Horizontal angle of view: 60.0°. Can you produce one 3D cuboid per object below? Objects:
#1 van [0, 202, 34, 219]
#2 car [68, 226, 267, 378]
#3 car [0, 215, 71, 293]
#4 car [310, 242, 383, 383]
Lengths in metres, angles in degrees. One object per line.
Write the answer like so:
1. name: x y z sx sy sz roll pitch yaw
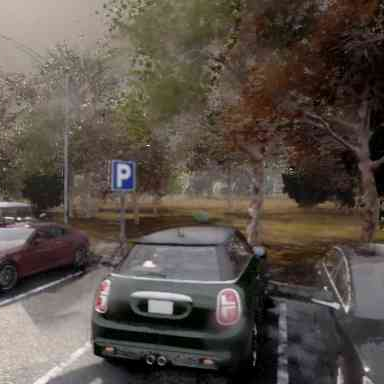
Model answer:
1. van: -7.090 1.352 11.156 1.878 1.987 4.442 0 -1 14
2. car: 0.185 1.386 5.909 2.185 1.767 4.553 0 -1 15
3. car: -4.670 1.596 9.347 2.002 1.452 4.674 0 -1 15
4. car: 2.623 1.488 4.222 2.231 1.521 4.892 0 -1 15
